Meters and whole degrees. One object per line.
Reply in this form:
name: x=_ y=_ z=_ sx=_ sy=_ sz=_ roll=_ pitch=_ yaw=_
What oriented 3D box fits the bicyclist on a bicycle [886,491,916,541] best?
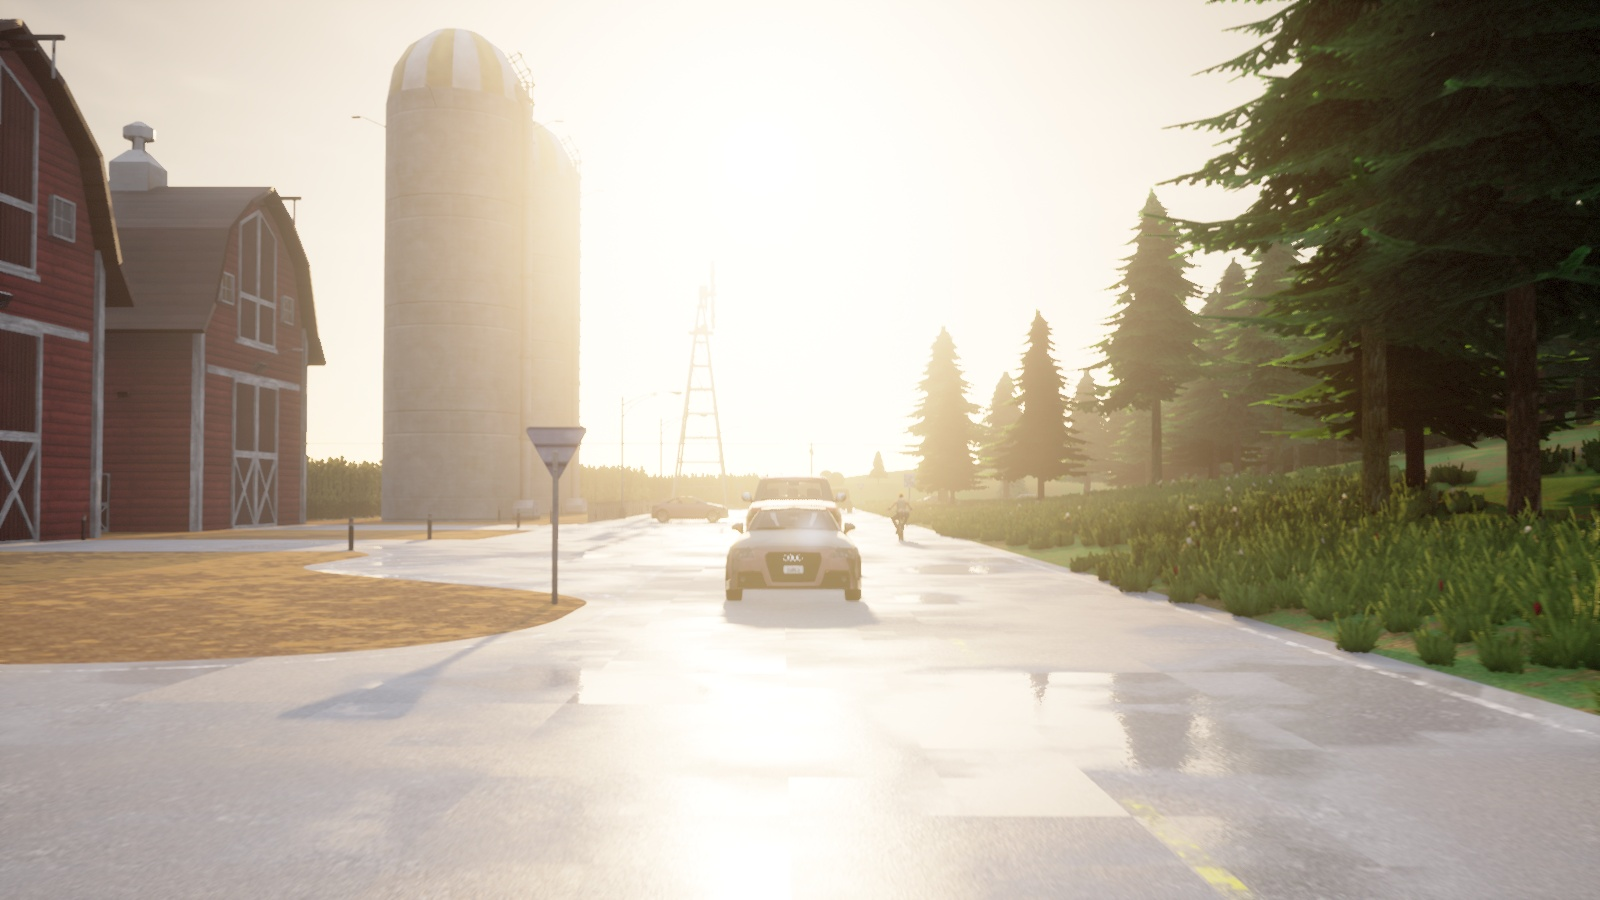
bicyclist on a bicycle: x=3.329 y=2.182 z=41.516 sx=0.866 sy=1.612 sz=1.509 roll=0 pitch=-2 yaw=-1

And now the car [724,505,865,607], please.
car: x=-0.086 y=1.600 z=19.924 sx=1.994 sy=1.385 sz=4.181 roll=0 pitch=-2 yaw=0

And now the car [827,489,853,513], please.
car: x=3.098 y=3.971 z=98.015 sx=1.905 sy=1.878 sz=3.866 roll=0 pitch=-2 yaw=0

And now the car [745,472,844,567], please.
car: x=-0.132 y=1.606 z=30.204 sx=2.150 sy=2.045 sz=5.566 roll=0 pitch=-2 yaw=0
